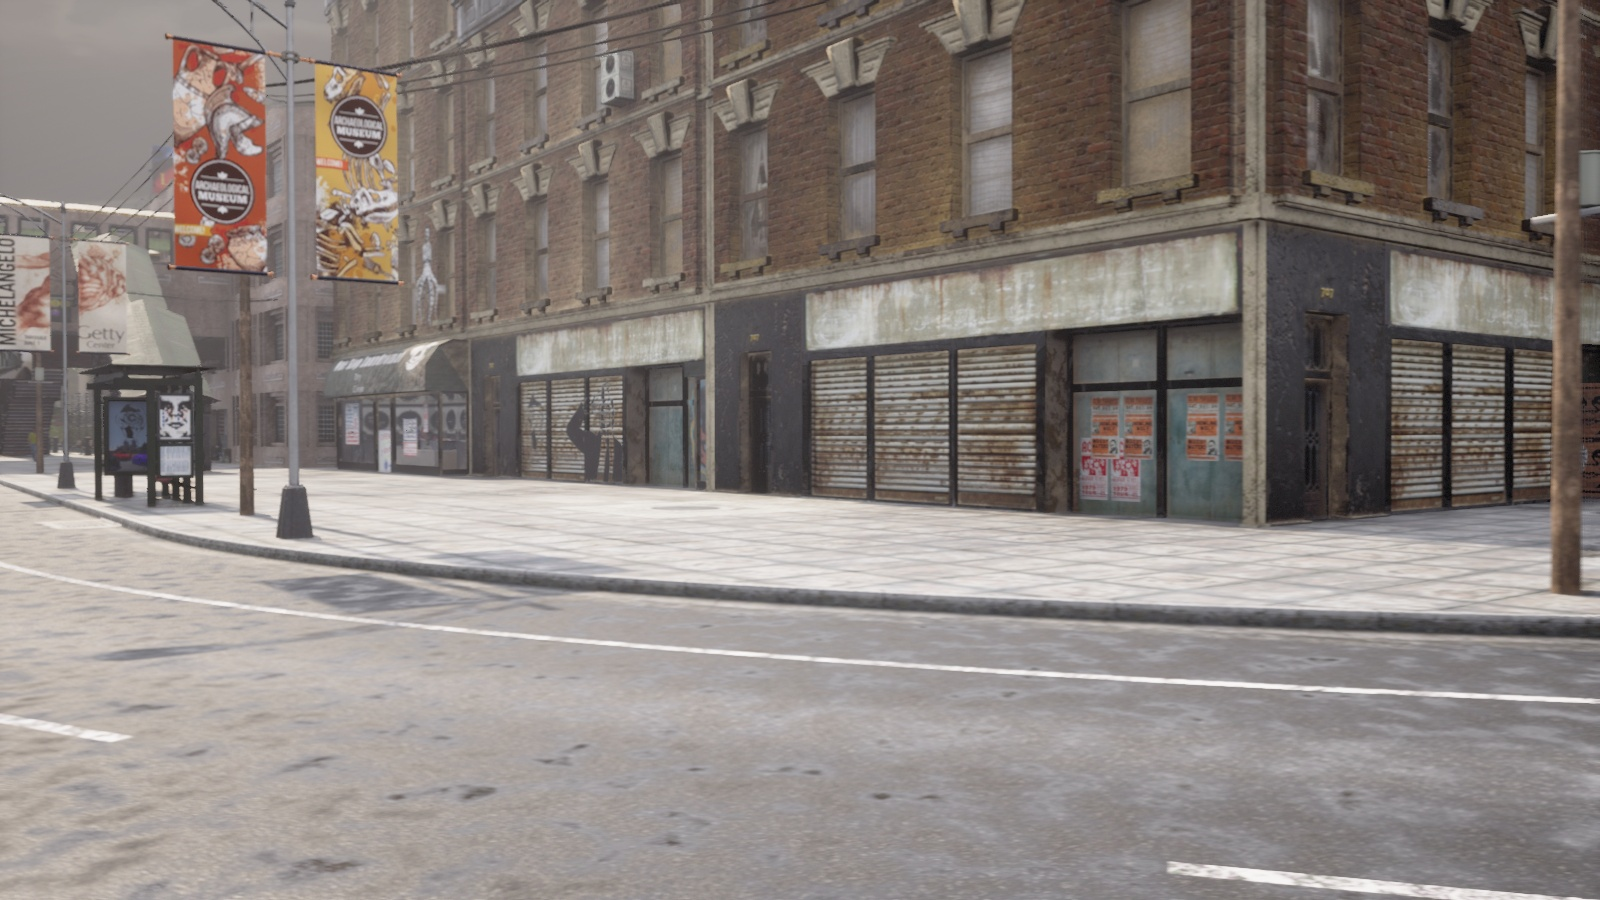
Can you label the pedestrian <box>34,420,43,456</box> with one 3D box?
[{"bbox_3d":[-38.832,-0.626,64.056,0.354,1.836,0.706,0,1,-34],"label":"pedestrian"}]
